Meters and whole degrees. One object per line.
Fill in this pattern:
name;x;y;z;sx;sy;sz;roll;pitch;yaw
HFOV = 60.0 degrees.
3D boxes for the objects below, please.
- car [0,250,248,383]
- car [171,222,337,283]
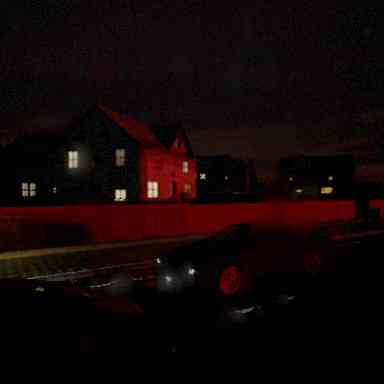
car;-2.120;1.478;2.172;5.008;1.535;1.882;0;0;-36
car;1.665;1.546;8.863;5.357;1.411;2.033;0;0;-35
